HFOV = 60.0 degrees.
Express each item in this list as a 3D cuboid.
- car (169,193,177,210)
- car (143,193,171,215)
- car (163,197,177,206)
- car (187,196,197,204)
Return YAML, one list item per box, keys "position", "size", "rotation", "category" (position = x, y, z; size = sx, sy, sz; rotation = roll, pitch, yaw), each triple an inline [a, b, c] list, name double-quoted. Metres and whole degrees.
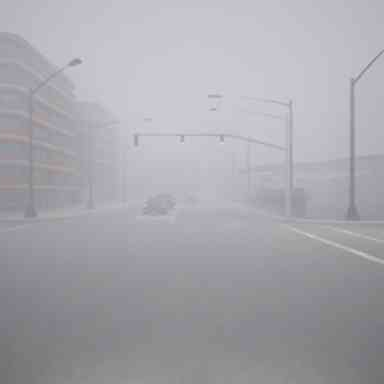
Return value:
- position: [-3.544, 1.149, 42.965]
  size: [2.150, 2.045, 5.566]
  rotation: [0, 0, 0]
  category: "car"
- position: [-3.586, 1.296, 33.372]
  size: [2.097, 1.767, 4.553]
  rotation: [0, 0, 0]
  category: "car"
- position: [-3.492, 1.475, 52.831]
  size: [1.994, 1.385, 4.181]
  rotation: [0, 0, 0]
  category: "car"
- position: [0.009, 1.388, 61.636]
  size: [2.128, 1.511, 4.902]
  rotation: [0, 0, 0]
  category: "car"
